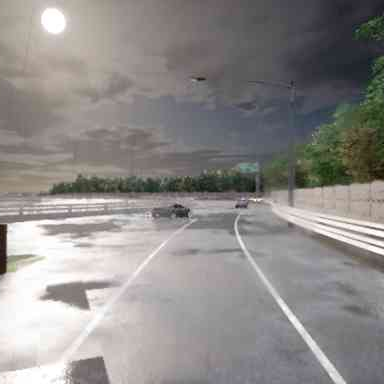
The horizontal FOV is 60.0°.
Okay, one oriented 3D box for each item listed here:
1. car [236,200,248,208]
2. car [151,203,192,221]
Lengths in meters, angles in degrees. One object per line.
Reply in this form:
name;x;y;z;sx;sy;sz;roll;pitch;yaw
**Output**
car;8.758;2.060;58.244;1.994;1.385;4.181;0;0;12
car;-1.706;1.716;29.675;1.837;1.490;4.892;1;0;28
